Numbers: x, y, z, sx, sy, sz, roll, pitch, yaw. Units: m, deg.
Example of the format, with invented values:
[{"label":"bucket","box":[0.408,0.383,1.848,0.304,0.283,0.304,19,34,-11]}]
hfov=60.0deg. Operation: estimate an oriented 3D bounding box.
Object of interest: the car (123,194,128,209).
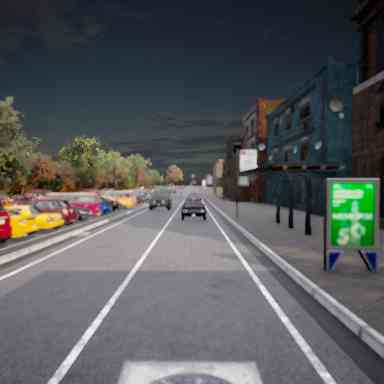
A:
[{"label":"car","box":[-9.438,1.234,34.524,4.674,1.452,2.002,0,1,0]}]

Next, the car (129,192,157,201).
[{"label":"car","box":[-9.202,0.830,62.353,4.892,1.521,2.231,0,1,0]}]

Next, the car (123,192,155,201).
[{"label":"car","box":[-9.416,0.864,59.572,5.366,1.575,1.946,0,1,0]}]

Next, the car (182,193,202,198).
[{"label":"car","box":[0.181,0.926,42.804,2.097,1.767,4.553,0,1,0]}]

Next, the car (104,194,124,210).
[{"label":"car","box":[-9.452,1.227,31.739,5.008,1.535,2.097,0,1,0]}]

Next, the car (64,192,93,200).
[{"label":"car","box":[-22.271,0.787,65.234,5.008,1.535,2.097,0,1,0]}]

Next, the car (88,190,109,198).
[{"label":"car","box":[-22.184,0.468,79.030,4.553,1.767,2.185,0,1,0]}]

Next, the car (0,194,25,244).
[{"label":"car","box":[-9.645,1.204,12.256,5.566,2.045,2.435,0,1,0]}]

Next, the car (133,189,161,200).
[{"label":"car","box":[-9.135,0.500,67.916,5.566,2.045,2.435,0,1,0]}]

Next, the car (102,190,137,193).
[{"label":"car","box":[-9.358,0.999,40.087,4.553,1.767,2.185,0,1,0]}]

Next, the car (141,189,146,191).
[{"label":"car","box":[-9.245,0.818,54.002,4.553,1.767,2.185,0,1,0]}]

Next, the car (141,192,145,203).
[{"label":"car","box":[-9.315,1.083,45.656,4.792,1.488,2.163,0,1,0]}]

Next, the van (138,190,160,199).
[{"label":"van","box":[-9.025,0.488,70.574,4.442,1.987,1.878,0,1,0]}]

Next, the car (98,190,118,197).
[{"label":"car","box":[-22.053,0.349,87.509,4.553,1.767,2.185,0,1,0]}]

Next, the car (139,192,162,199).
[{"label":"car","box":[-9.111,0.674,73.485,4.892,1.521,2.231,0,1,0]}]

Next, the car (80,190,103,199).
[{"label":"car","box":[-22.166,0.544,73.585,4.553,1.767,2.185,0,1,0]}]

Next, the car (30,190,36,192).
[{"label":"car","box":[-22.392,0.925,45.738,4.553,1.767,2.185,0,1,0]}]

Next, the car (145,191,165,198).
[{"label":"car","box":[-9.079,0.586,81.834,4.792,1.488,2.163,0,1,0]}]

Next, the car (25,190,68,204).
[{"label":"car","box":[-22.351,0.726,51.308,5.566,2.045,2.435,0,1,0]}]

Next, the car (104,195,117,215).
[{"label":"car","box":[-9.486,1.261,28.957,5.008,1.535,2.097,0,1,0]}]

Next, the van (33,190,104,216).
[{"label":"van","box":[-9.620,1.068,26.172,4.442,1.987,1.878,0,1,0]}]

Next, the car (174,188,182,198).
[{"label":"car","box":[-3.012,0.493,76.960,2.128,1.511,4.902,0,1,0]}]

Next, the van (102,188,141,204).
[{"label":"van","box":[-9.250,0.864,42.805,4.442,1.987,1.878,0,1,0]}]

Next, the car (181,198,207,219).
[{"label":"car","box":[0.129,1.376,26.100,1.895,1.301,4.718,0,1,0]}]

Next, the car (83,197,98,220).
[{"label":"car","box":[-9.532,1.328,23.390,4.892,1.521,2.231,0,1,0]}]

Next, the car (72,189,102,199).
[{"label":"car","box":[-22.249,0.459,70.675,5.566,2.045,2.435,0,1,0]}]

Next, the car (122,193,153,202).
[{"label":"car","box":[-9.260,0.907,56.788,4.892,1.521,2.231,0,1,0]}]

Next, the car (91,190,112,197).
[{"label":"car","box":[-22.161,0.429,81.814,4.553,1.767,2.185,0,1,0]}]

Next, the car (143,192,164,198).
[{"label":"car","box":[-9.075,0.635,79.051,4.674,1.452,2.002,0,1,0]}]

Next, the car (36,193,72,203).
[{"label":"car","box":[-22.362,0.941,54.095,4.892,1.521,2.231,0,1,0]}]

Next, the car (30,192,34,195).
[{"label":"car","box":[-22.441,1.086,42.956,5.008,1.535,2.097,0,1,0]}]

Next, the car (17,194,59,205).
[{"label":"car","box":[-22.406,1.013,48.525,5.008,1.535,2.097,0,1,0]}]

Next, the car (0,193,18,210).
[{"label":"car","box":[-22.461,1.030,37.385,4.553,1.767,2.185,0,1,0]}]

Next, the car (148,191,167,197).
[{"label":"car","box":[-9.021,0.520,87.258,4.674,1.452,2.002,-1,1,1]}]

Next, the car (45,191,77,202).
[{"label":"car","box":[-22.365,0.777,56.879,4.553,1.767,2.185,0,1,0]}]

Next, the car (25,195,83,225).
[{"label":"car","box":[-9.518,1.235,20.480,4.553,1.767,2.185,0,1,0]}]

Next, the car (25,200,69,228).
[{"label":"car","box":[-9.756,1.388,17.826,5.366,1.575,1.946,0,1,0]}]

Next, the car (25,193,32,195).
[{"label":"car","box":[-22.472,1.161,40.172,4.674,1.452,2.002,0,1,0]}]

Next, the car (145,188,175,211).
[{"label":"car","box":[-3.289,0.886,35.675,2.150,2.045,5.566,0,0,0]}]

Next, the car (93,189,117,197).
[{"label":"car","box":[-22.135,0.262,84.723,5.566,2.045,2.435,0,1,0]}]

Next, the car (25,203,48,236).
[{"label":"car","box":[-9.588,1.423,15.041,5.008,1.535,2.097,0,1,0]}]

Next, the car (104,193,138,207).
[{"label":"car","box":[-9.227,1.156,37.304,5.366,1.575,1.946,0,1,0]}]
